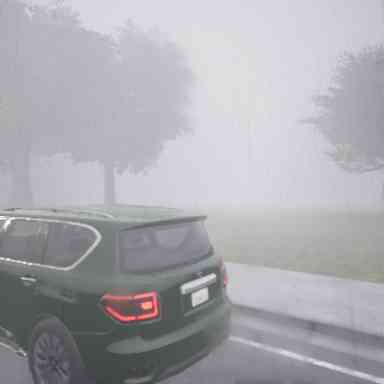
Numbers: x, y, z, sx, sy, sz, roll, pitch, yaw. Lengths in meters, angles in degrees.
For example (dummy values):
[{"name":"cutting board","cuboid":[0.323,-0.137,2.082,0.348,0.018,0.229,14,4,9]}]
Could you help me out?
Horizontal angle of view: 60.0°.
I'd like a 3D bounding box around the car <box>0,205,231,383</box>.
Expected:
[{"name":"car","cuboid":[-2.097,1.217,5.180,5.566,2.045,2.150,0,0,35]}]
